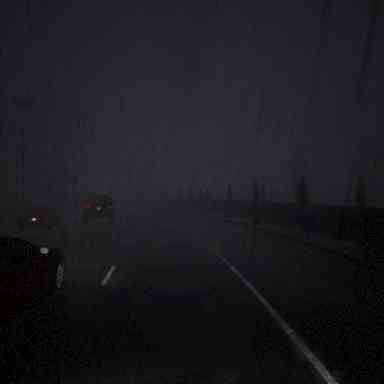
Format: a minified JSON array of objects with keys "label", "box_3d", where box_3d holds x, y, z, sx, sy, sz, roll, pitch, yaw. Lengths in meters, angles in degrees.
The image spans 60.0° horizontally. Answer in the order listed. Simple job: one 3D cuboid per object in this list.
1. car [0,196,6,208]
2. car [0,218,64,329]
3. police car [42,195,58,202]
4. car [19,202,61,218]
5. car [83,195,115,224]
[{"label":"car","box_3d":[-24.192,1.351,40.263,2.150,2.045,5.566,0,0,-27]},{"label":"car","box_3d":[-3.801,1.481,5.840,1.882,1.535,5.008,0,0,-4]},{"label":"police car","box_3d":[-33.049,1.603,77.178,5.238,1.638,1.930,0,0,43]},{"label":"car","box_3d":[-9.750,1.589,21.489,1.994,1.385,4.181,0,0,-13]},{"label":"car","box_3d":[-7.127,1.237,25.526,2.150,2.045,5.566,0,0,-15]}]
